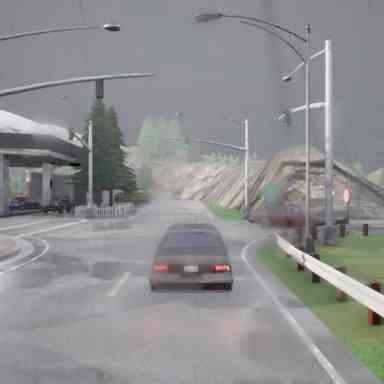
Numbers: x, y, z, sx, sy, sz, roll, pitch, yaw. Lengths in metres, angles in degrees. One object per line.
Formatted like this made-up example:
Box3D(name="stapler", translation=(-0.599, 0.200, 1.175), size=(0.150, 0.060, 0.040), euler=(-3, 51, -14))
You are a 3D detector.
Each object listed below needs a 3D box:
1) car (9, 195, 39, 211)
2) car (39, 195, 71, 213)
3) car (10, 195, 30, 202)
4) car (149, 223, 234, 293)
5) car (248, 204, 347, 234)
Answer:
Box3D(name="car", translation=(-20.268, 1.477, 40.417), size=(2.242, 1.667, 4.611), euler=(0, 0, -1))
Box3D(name="car", translation=(-14.557, 1.310, 36.144), size=(1.905, 1.878, 3.866), euler=(0, 0, -1))
Box3D(name="car", translation=(-41.207, 1.533, 79.610), size=(2.033, 1.411, 5.357), euler=(0, 0, 0))
Box3D(name="car", translation=(0.007, 1.547, 9.001), size=(2.033, 1.411, 5.357), euler=(0, 0, 1))
Box3D(name="car", translation=(5.596, 1.370, 18.099), size=(2.033, 1.411, 5.357), euler=(-1, 0, -42))
